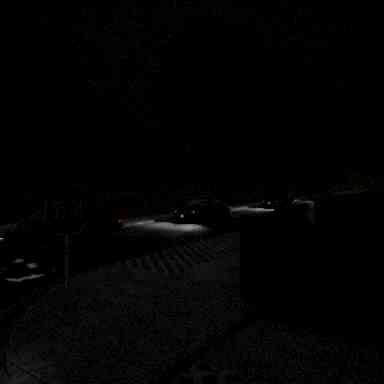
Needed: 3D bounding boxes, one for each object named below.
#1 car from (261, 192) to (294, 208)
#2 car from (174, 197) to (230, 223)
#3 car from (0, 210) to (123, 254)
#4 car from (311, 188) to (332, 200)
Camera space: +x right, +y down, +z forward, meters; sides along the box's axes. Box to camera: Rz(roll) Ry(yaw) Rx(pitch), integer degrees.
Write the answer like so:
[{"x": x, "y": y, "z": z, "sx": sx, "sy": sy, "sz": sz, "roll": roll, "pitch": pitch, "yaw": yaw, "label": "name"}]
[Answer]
[{"x": 8.311, "y": 0.697, "z": 31.884, "sx": 1.837, "sy": 1.490, "sz": 4.892, "roll": 0, "pitch": 2, "yaw": 36, "label": "car"}, {"x": 0.770, "y": 1.058, "z": 21.311, "sx": 1.812, "sy": 1.442, "sz": 4.674, "roll": 0, "pitch": 2, "yaw": 36, "label": "car"}, {"x": -5.166, "y": 1.335, "z": 12.973, "sx": 2.033, "sy": 1.411, "sz": 5.357, "roll": 0, "pitch": 1, "yaw": 36, "label": "car"}, {"x": 17.324, "y": 0.284, "z": 44.397, "sx": 1.837, "sy": 1.490, "sz": 4.892, "roll": 0, "pitch": 2, "yaw": 35, "label": "car"}]
